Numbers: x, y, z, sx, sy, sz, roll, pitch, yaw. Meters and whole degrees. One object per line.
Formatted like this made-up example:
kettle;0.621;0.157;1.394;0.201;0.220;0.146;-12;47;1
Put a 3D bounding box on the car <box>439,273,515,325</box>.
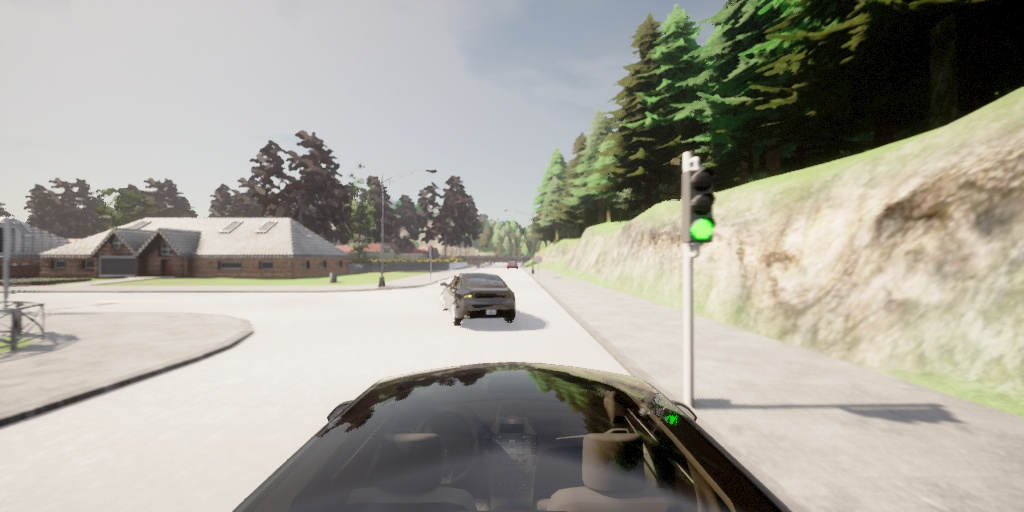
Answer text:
car;-1.299;1.323;12.297;1.837;1.490;4.892;2;-1;-17
